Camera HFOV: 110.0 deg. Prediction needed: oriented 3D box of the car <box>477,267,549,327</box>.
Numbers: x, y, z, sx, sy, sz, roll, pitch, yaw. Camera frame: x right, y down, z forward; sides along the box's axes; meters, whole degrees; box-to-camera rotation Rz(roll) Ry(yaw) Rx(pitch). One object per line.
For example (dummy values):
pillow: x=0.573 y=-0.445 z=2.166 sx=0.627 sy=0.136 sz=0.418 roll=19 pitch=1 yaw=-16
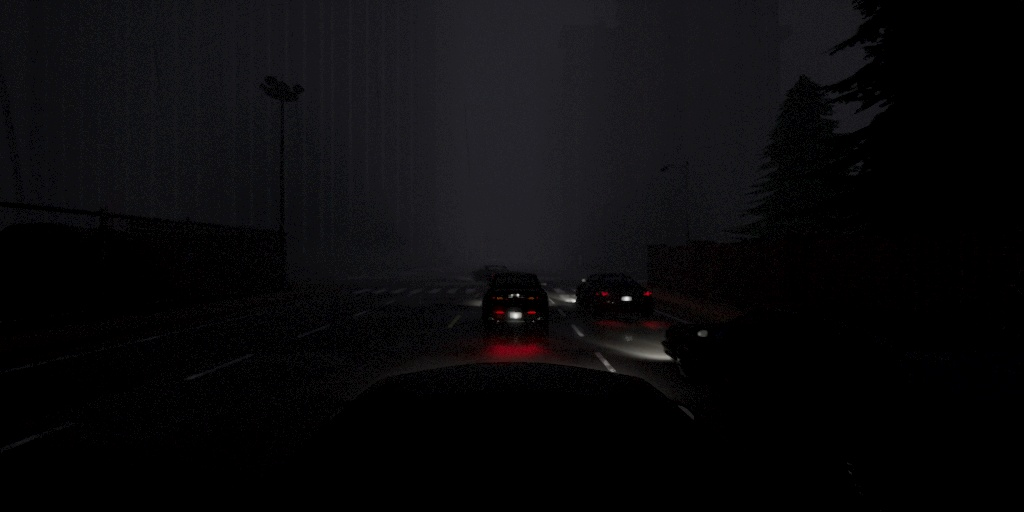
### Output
car: x=0.097 y=1.252 z=11.465 sx=1.837 sy=1.490 sz=4.892 roll=0 pitch=0 yaw=0

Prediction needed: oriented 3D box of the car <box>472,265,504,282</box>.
car: x=-1.474 y=1.307 z=25.808 sx=1.895 sy=1.301 sz=4.718 roll=0 pitch=0 yaw=-20

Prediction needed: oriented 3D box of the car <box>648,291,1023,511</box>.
car: x=3.601 y=1.297 z=3.999 sx=2.033 sy=1.411 sz=5.357 roll=0 pitch=0 yaw=0

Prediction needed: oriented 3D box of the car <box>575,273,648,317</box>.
car: x=3.596 y=1.311 z=13.241 sx=1.994 sy=1.385 sz=4.181 roll=0 pitch=0 yaw=0
